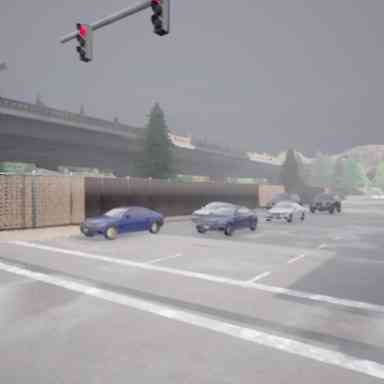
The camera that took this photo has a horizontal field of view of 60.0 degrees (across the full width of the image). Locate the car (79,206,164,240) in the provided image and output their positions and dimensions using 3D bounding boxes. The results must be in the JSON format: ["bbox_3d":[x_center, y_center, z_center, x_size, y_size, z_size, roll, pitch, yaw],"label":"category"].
[{"bbox_3d":[-3.376,1.448,16.752,1.812,1.442,4.674,0,0,37],"label":"car"}]

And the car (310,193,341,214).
[{"bbox_3d":[14.120,1.175,35.083,2.150,2.045,5.566,0,0,36],"label":"car"}]

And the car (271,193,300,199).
[{"bbox_3d":[9.725,1.160,34.966,2.150,2.045,5.566,0,0,36],"label":"car"}]

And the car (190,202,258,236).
[{"bbox_3d":[2.043,1.468,18.230,1.812,1.442,4.674,0,0,35],"label":"car"}]

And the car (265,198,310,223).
[{"bbox_3d":[7.196,1.473,25.435,1.812,1.442,4.674,0,0,36],"label":"car"}]
